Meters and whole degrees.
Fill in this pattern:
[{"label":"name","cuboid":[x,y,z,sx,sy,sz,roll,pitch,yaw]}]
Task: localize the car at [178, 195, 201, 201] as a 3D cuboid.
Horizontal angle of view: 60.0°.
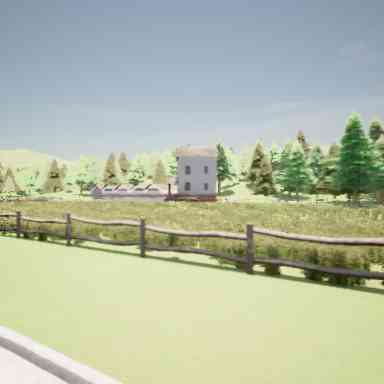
[{"label":"car","cuboid":[-0.548,1.296,66.443,4.605,1.855,1.932,0,0,35]}]
